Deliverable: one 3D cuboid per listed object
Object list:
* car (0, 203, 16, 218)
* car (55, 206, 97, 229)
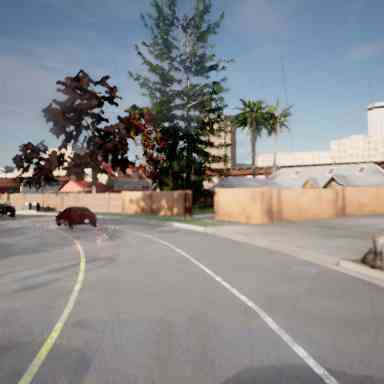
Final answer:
[{"bbox_3d":[-19.807,1.895,33.737,4.892,1.490,1.837,-1,0,33],"label":"car"},{"bbox_3d":[-8.027,1.703,23.011,1.812,1.442,4.674,0,0,-36],"label":"car"}]
